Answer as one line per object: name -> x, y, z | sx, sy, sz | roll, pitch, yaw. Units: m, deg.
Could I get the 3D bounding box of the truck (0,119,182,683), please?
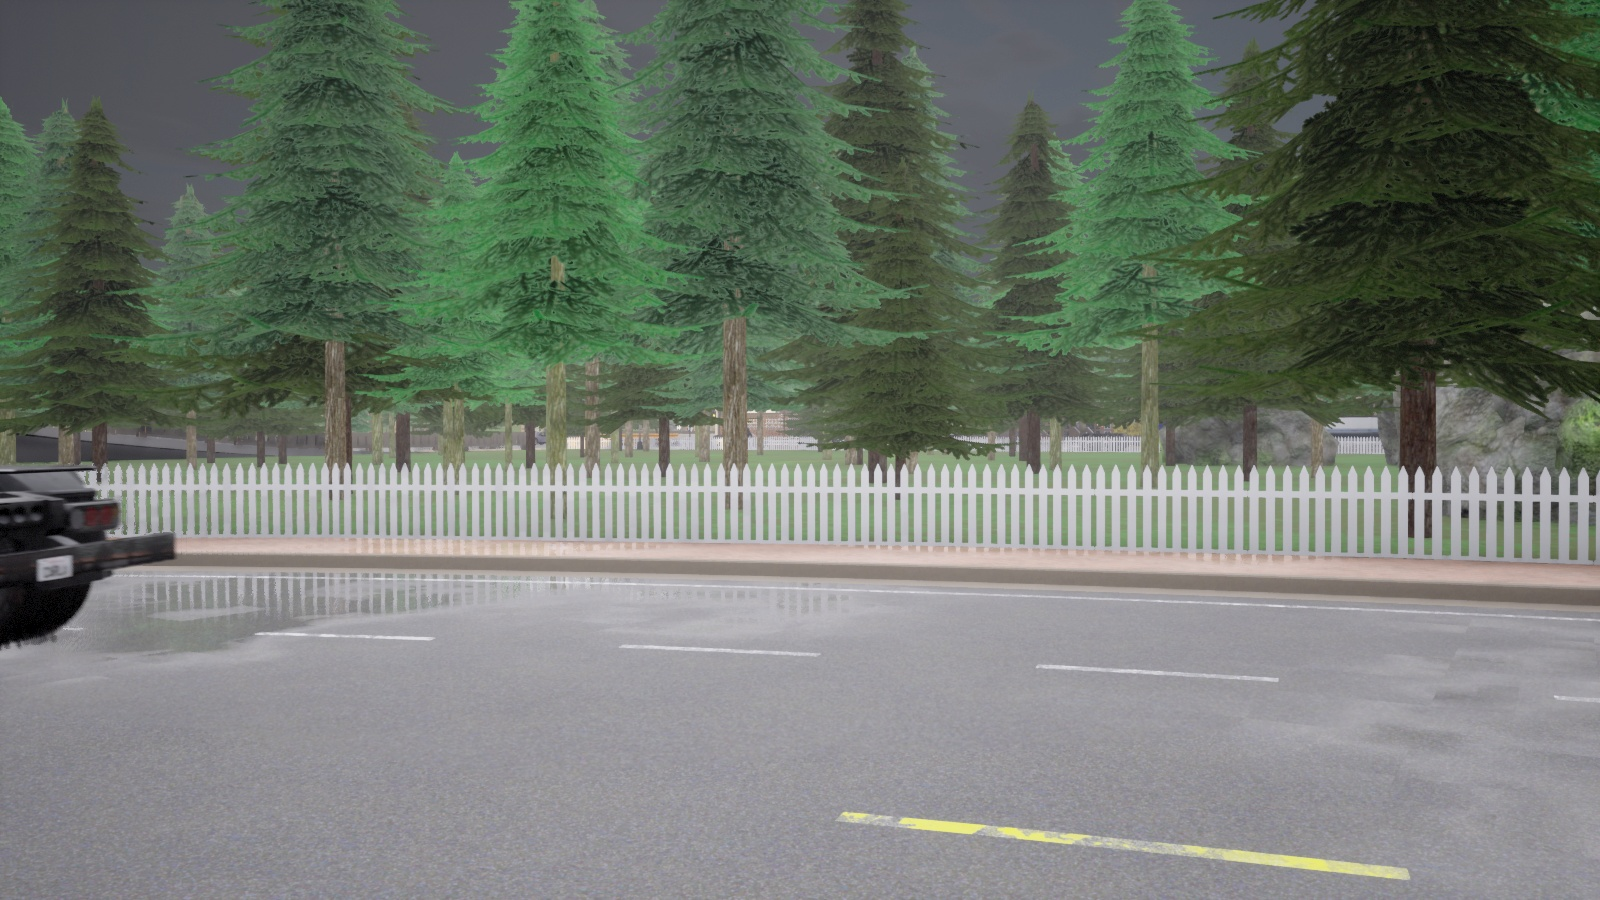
truck -> -8.807, -0.326, 8.570 | 7.936, 3.462, 2.891 | 0, 1, 7

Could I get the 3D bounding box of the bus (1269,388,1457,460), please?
bus -> 35.381, -1.628, 79.101 | 10.273, 4.253, 3.944 | 1, 1, 33

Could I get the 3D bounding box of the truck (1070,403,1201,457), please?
truck -> 22.241, -1.352, 83.439 | 7.936, 3.462, 2.891 | 1, 1, 33
